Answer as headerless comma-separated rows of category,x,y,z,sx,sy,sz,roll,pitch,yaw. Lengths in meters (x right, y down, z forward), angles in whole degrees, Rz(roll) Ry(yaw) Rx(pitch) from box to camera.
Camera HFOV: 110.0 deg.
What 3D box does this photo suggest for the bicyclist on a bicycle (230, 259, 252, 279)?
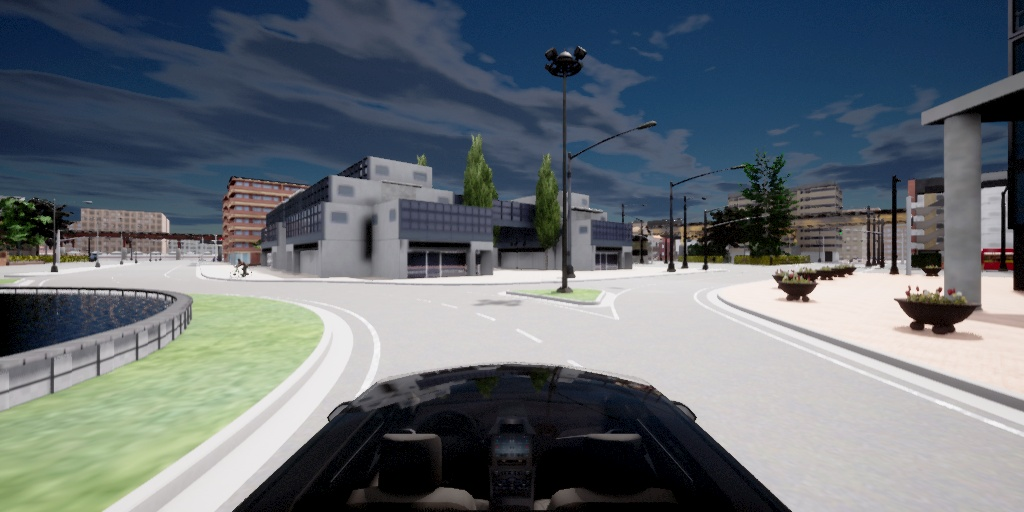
bicyclist on a bicycle,-22.184,1.037,29.371,0.582,1.620,1.656,0,0,26
